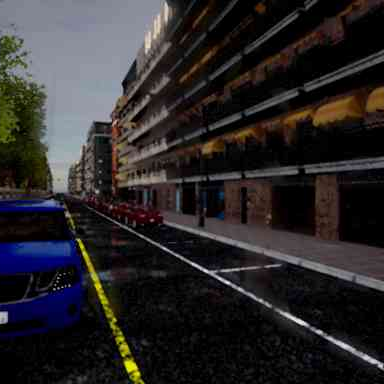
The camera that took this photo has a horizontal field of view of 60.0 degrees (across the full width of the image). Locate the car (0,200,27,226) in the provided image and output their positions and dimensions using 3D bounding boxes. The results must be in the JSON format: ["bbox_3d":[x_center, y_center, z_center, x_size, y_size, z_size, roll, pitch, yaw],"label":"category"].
[{"bbox_3d":[-13.040,1.439,23.767,1.967,1.590,4.097,0,0,-22],"label":"car"}]

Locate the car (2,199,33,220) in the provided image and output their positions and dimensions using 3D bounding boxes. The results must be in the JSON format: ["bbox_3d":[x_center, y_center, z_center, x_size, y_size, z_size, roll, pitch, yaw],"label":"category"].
[{"bbox_3d":[-15.119,1.441,28.997,1.967,1.590,4.097,0,0,-22],"label":"car"}]

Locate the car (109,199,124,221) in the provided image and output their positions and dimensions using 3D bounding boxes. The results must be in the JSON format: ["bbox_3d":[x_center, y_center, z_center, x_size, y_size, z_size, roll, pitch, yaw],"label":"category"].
[{"bbox_3d":[-5.252,1.541,26.863,1.887,1.381,4.507,0,0,-22],"label":"car"}]

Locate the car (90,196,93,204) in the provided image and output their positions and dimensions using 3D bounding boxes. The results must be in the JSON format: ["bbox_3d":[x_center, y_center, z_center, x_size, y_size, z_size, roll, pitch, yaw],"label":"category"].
[{"bbox_3d":[-11.492,1.442,42.559,1.967,1.590,4.097,0,0,-22],"label":"car"}]

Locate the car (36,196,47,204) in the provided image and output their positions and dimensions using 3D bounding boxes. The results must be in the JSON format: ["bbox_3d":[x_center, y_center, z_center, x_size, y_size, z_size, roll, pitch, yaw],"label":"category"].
[{"bbox_3d":[-29.616,1.552,65.465,1.752,1.417,4.829,0,0,-22],"label":"car"}]

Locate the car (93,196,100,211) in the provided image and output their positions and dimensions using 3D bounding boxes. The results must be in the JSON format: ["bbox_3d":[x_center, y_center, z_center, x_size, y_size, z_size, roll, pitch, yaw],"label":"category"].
[{"bbox_3d":[-9.412,1.315,37.326,2.192,1.841,5.009,0,0,-22],"label":"car"}]

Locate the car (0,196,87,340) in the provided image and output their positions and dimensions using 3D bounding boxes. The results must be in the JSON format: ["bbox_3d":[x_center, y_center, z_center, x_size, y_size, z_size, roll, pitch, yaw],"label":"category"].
[{"bbox_3d":[-3.463,1.219,6.697,2.150,2.045,5.566,0,0,-22],"label":"car"}]

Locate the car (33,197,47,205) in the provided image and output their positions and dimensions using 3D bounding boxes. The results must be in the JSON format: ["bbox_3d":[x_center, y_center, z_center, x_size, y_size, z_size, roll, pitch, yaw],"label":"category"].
[{"bbox_3d":[-27.598,1.571,60.390,2.008,1.369,4.403,0,0,-22],"label":"car"}]

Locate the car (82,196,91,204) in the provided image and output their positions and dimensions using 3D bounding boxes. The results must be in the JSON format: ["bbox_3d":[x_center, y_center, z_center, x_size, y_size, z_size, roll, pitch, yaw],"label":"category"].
[{"bbox_3d":[-17.732,1.452,58.254,1.967,1.590,4.097,0,0,-22],"label":"car"}]

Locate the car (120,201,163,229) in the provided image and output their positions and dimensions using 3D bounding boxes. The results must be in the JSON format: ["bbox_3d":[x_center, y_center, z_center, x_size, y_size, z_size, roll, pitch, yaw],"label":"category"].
[{"bbox_3d":[-3.172,1.540,21.631,1.887,1.381,4.507,0,0,-22],"label":"car"}]

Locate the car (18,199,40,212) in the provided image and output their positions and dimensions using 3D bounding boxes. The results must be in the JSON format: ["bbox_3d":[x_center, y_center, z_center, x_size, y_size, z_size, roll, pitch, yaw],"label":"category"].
[{"bbox_3d":[-19.279,1.556,39.462,2.008,1.369,4.403,0,0,-22],"label":"car"}]

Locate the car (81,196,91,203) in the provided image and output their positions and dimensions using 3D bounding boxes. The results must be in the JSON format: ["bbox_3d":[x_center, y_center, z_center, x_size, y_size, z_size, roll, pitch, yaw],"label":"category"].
[{"bbox_3d":[-21.955,1.549,68.877,1.752,1.417,4.829,0,0,-22],"label":"car"}]

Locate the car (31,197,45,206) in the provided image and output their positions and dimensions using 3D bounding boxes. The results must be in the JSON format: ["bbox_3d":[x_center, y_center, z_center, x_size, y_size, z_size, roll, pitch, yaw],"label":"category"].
[{"bbox_3d":[-25.456,1.540,55.000,1.752,1.417,4.829,0,0,-22],"label":"car"}]

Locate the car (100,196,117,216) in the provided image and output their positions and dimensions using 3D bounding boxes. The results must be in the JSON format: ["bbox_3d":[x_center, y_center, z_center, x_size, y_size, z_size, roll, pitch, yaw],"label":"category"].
[{"bbox_3d":[-7.332,1.438,32.094,1.967,1.590,4.097,0,0,-22],"label":"car"}]

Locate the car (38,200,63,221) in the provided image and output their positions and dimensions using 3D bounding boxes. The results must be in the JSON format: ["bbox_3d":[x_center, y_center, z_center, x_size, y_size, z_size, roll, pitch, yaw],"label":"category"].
[{"bbox_3d":[-12.058,1.504,28.582,1.837,1.490,4.892,0,0,-22],"label":"car"}]
